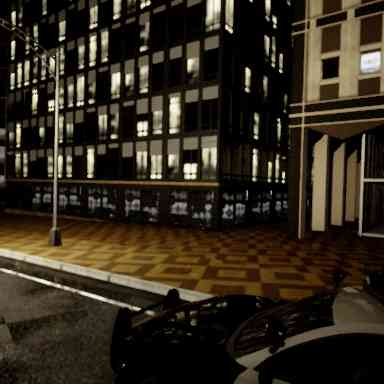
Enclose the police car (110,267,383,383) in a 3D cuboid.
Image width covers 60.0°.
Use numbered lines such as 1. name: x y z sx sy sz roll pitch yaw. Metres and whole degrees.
1. police car: 1.470 1.424 2.514 5.238 1.638 1.930 0 0 36
